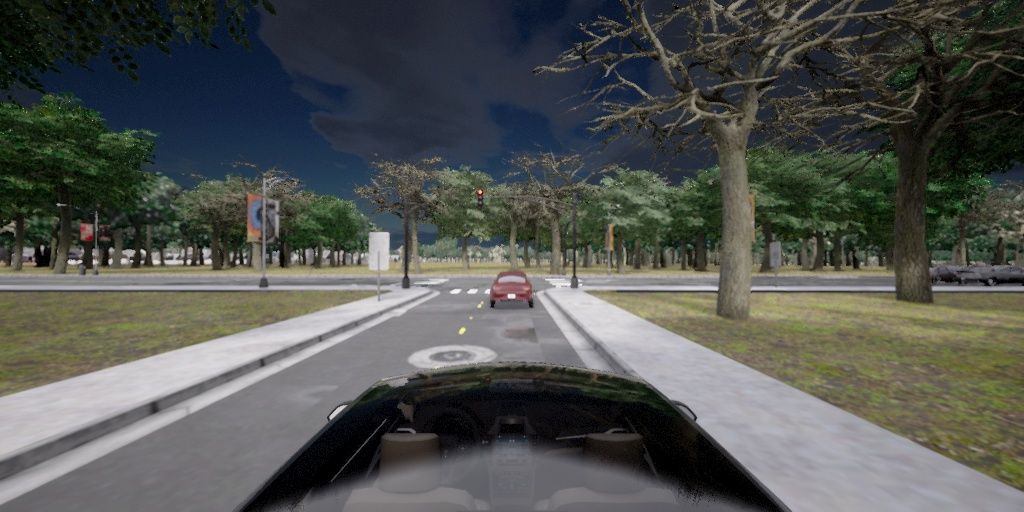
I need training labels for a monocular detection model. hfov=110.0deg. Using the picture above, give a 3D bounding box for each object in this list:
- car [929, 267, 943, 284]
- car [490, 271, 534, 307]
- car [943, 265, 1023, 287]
[{"bbox_3d":[36.677,1.634,30.736,5.357,1.411,2.033,0,0,0],"label":"car"},{"bbox_3d":[0.003,1.414,16.227,1.812,1.442,4.674,0,0,0],"label":"car"},{"bbox_3d":[36.991,1.552,27.485,4.902,1.511,2.128,0,0,0],"label":"car"}]
